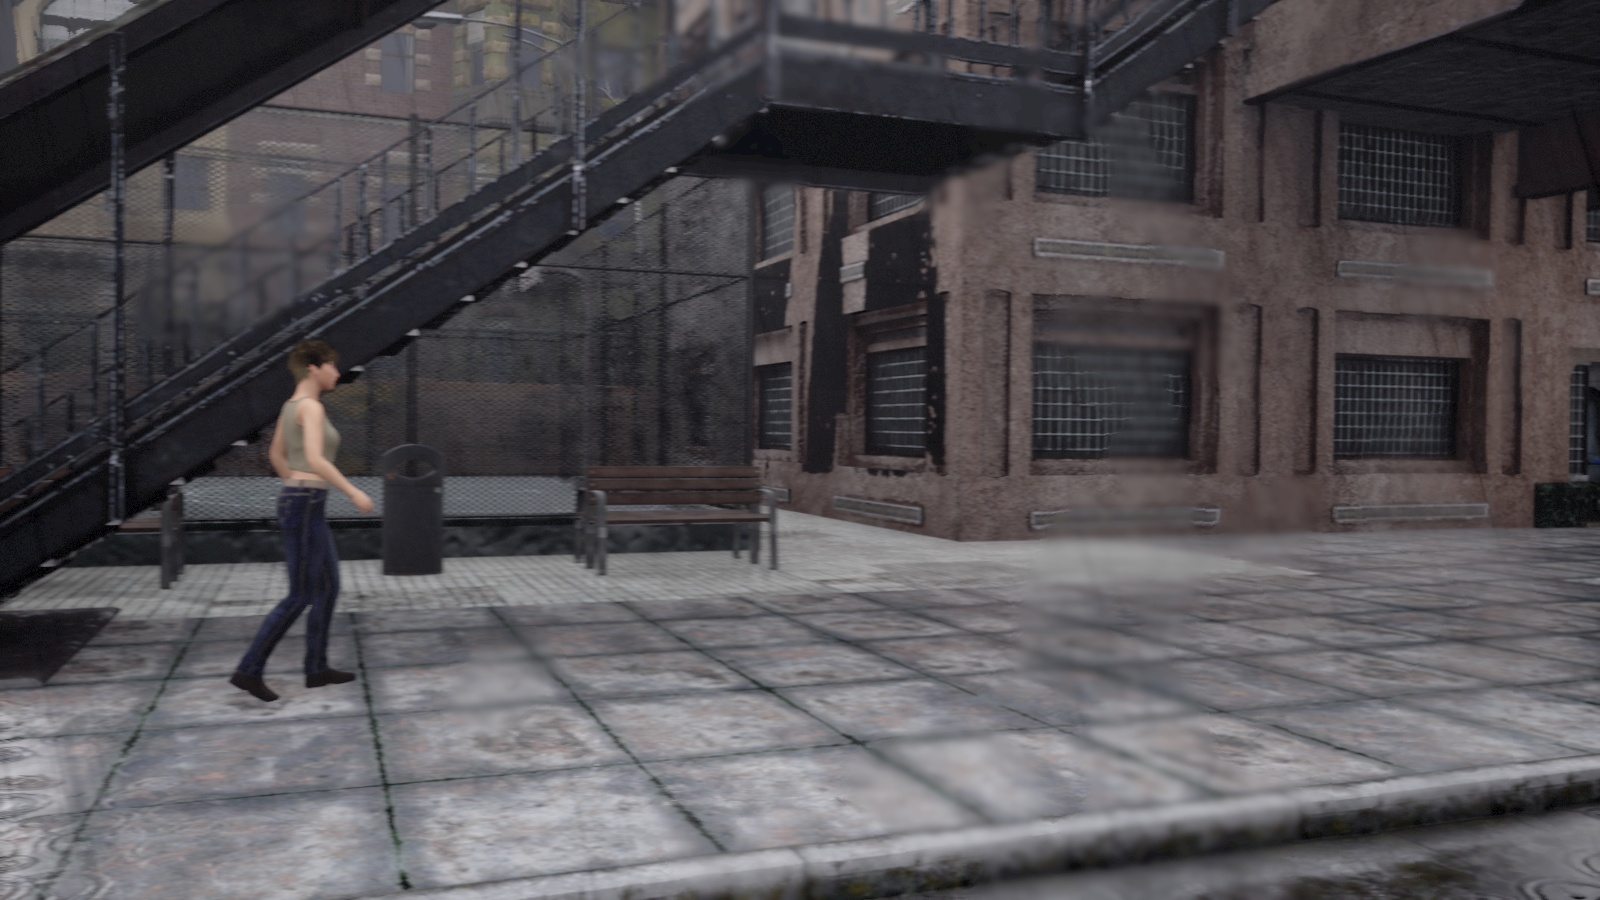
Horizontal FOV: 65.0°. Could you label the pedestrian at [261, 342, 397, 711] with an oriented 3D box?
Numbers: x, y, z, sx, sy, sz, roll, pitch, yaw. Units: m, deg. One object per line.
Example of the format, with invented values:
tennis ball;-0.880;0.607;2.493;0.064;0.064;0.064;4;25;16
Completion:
pedestrian;-2.446;0.375;6.521;0.594;1.836;0.345;-1;1;-29
